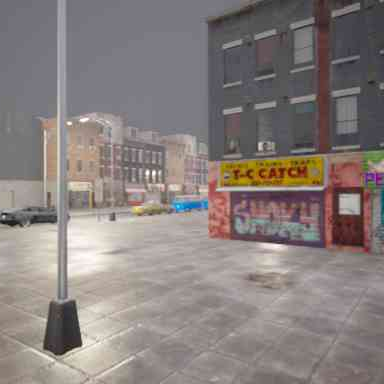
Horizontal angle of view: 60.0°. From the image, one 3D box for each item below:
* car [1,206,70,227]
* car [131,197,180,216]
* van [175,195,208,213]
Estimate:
[{"bbox_3d":[-10.226,1.555,22.011,1.947,1.339,4.313,0,0,35],"label":"car"},{"bbox_3d":[-3.547,1.482,31.360,1.752,1.417,4.829,0,0,35],"label":"car"},{"bbox_3d":[-0.356,1.283,35.827,1.690,1.788,3.998,0,0,35],"label":"van"}]
